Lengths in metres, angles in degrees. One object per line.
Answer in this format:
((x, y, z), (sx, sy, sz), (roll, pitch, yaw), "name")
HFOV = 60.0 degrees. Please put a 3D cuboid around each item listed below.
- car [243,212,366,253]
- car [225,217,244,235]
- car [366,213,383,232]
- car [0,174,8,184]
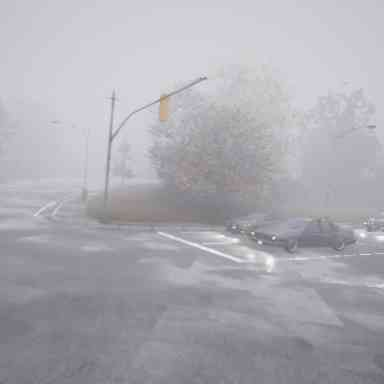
((5.300, 1.926, 15.548), (5.357, 1.411, 2.033), (4, 0, -28), "car")
((3.983, 1.832, 18.867), (4.181, 1.385, 1.994), (4, 0, -30), "car")
((15.266, 2.364, 25.488), (4.892, 1.490, 1.837), (2, 1, -30), "car")
((-28.023, -1.869, 47.410), (1.837, 1.490, 4.892), (5, 3, -6), "car")
